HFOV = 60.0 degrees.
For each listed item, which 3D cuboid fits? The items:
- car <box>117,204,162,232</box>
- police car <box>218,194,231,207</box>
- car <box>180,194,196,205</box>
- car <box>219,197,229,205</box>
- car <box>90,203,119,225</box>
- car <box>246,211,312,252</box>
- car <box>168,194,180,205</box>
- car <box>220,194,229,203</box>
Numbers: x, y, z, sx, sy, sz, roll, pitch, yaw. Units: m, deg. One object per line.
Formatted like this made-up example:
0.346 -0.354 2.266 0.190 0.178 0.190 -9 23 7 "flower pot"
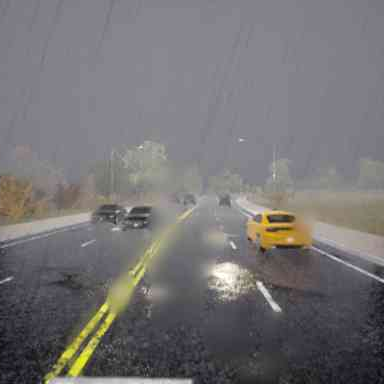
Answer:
-3.008 1.598 20.717 1.837 1.490 4.892 0 0 2 "car"
5.563 1.632 56.432 1.930 1.638 5.238 0 0 5 "police car"
-0.424 1.442 62.840 2.150 2.045 5.566 0 0 5 "car"
6.522 1.787 67.204 1.994 1.385 4.181 0 0 6 "car"
-6.113 1.614 25.038 1.837 1.490 4.892 0 0 2 "car"
3.527 1.549 14.256 1.882 1.535 5.008 0 0 1 "car"
-3.383 1.456 66.107 2.150 2.045 5.566 0 0 6 "car"
7.662 1.456 78.101 2.150 2.045 5.566 0 0 6 "car"
